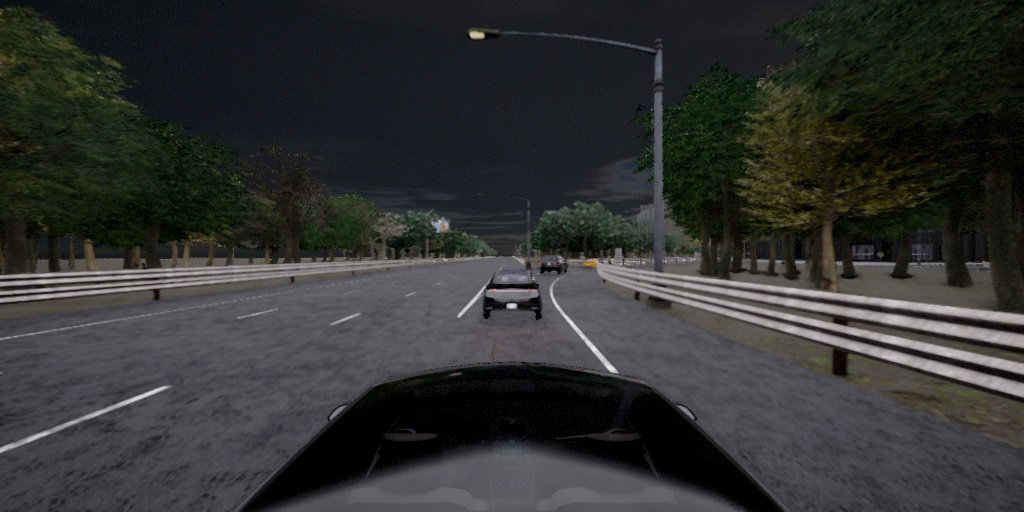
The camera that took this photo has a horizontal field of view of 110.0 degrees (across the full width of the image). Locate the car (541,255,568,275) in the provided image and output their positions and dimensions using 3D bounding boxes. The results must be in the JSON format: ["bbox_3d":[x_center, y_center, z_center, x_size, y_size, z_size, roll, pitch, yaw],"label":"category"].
[{"bbox_3d":[4.683,0.936,39.288,2.150,2.045,5.566,0,0,19],"label":"car"}]

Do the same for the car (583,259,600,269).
[{"bbox_3d":[12.814,1.157,56.344,1.882,1.535,5.008,0,0,31],"label":"car"}]

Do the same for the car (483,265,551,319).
[{"bbox_3d":[0.071,1.230,12.784,2.128,1.511,4.902,0,0,2],"label":"car"}]
